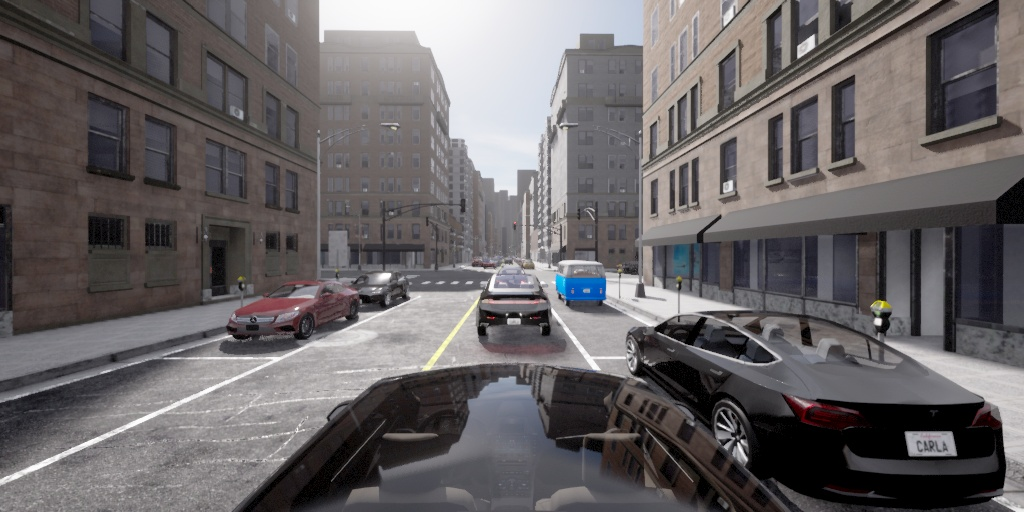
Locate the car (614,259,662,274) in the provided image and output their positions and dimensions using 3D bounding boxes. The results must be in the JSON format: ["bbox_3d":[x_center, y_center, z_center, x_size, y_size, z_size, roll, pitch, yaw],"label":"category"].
[{"bbox_3d":[14.737,1.208,42.081,5.008,1.535,1.882,-1,0,-1],"label":"car"}]

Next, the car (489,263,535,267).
[{"bbox_3d":[-0.034,1.295,20.131,2.033,1.411,5.357,0,0,0],"label":"car"}]

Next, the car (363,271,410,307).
[{"bbox_3d":[-5.694,1.314,15.393,1.948,1.339,4.313,0,0,0],"label":"car"}]

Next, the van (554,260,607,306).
[{"bbox_3d":[2.831,1.089,15.419,1.690,1.789,3.998,0,0,0],"label":"van"}]

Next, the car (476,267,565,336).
[{"bbox_3d":[0.057,1.241,10.388,2.128,1.511,4.902,0,0,0],"label":"car"}]

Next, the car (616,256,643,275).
[{"bbox_3d":[14.664,0.959,38.826,5.566,2.045,2.150,0,0,0],"label":"car"}]

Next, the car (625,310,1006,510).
[{"bbox_3d":[2.852,1.315,4.522,1.948,1.339,4.313,0,0,0],"label":"car"}]

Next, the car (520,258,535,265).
[{"bbox_3d":[2.546,1.263,54.778,1.751,1.417,4.829,0,0,-1],"label":"car"}]

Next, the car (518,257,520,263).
[{"bbox_3d":[2.462,1.175,60.133,1.967,1.591,4.097,0,0,-1],"label":"car"}]

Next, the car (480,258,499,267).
[{"bbox_3d":[-3.412,1.338,55.300,1.895,1.301,4.718,0,0,-1],"label":"car"}]

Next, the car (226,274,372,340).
[{"bbox_3d":[-5.683,1.331,9.942,1.802,1.307,4.207,0,0,0],"label":"car"}]
